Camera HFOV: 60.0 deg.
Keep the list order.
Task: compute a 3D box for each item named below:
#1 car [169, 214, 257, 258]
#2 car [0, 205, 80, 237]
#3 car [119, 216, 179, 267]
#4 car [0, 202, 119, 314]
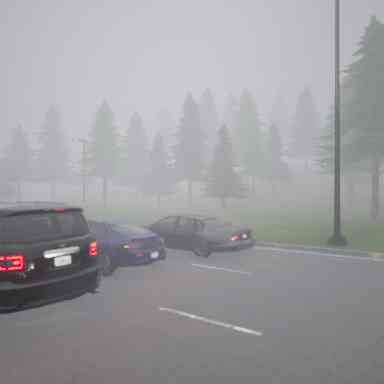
[{"bbox_3d":[-0.254,1.548,12.780,5.357,1.411,2.033,0,0,35],"label":"car"},{"bbox_3d":[-8.878,1.549,18.930,5.357,1.411,2.033,0,0,35],"label":"car"},{"bbox_3d":[-2.883,1.526,10.347,4.674,1.442,1.812,0,0,35],"label":"car"},{"bbox_3d":[-4.318,1.223,7.062,5.566,2.045,2.150,0,0,35],"label":"car"}]
